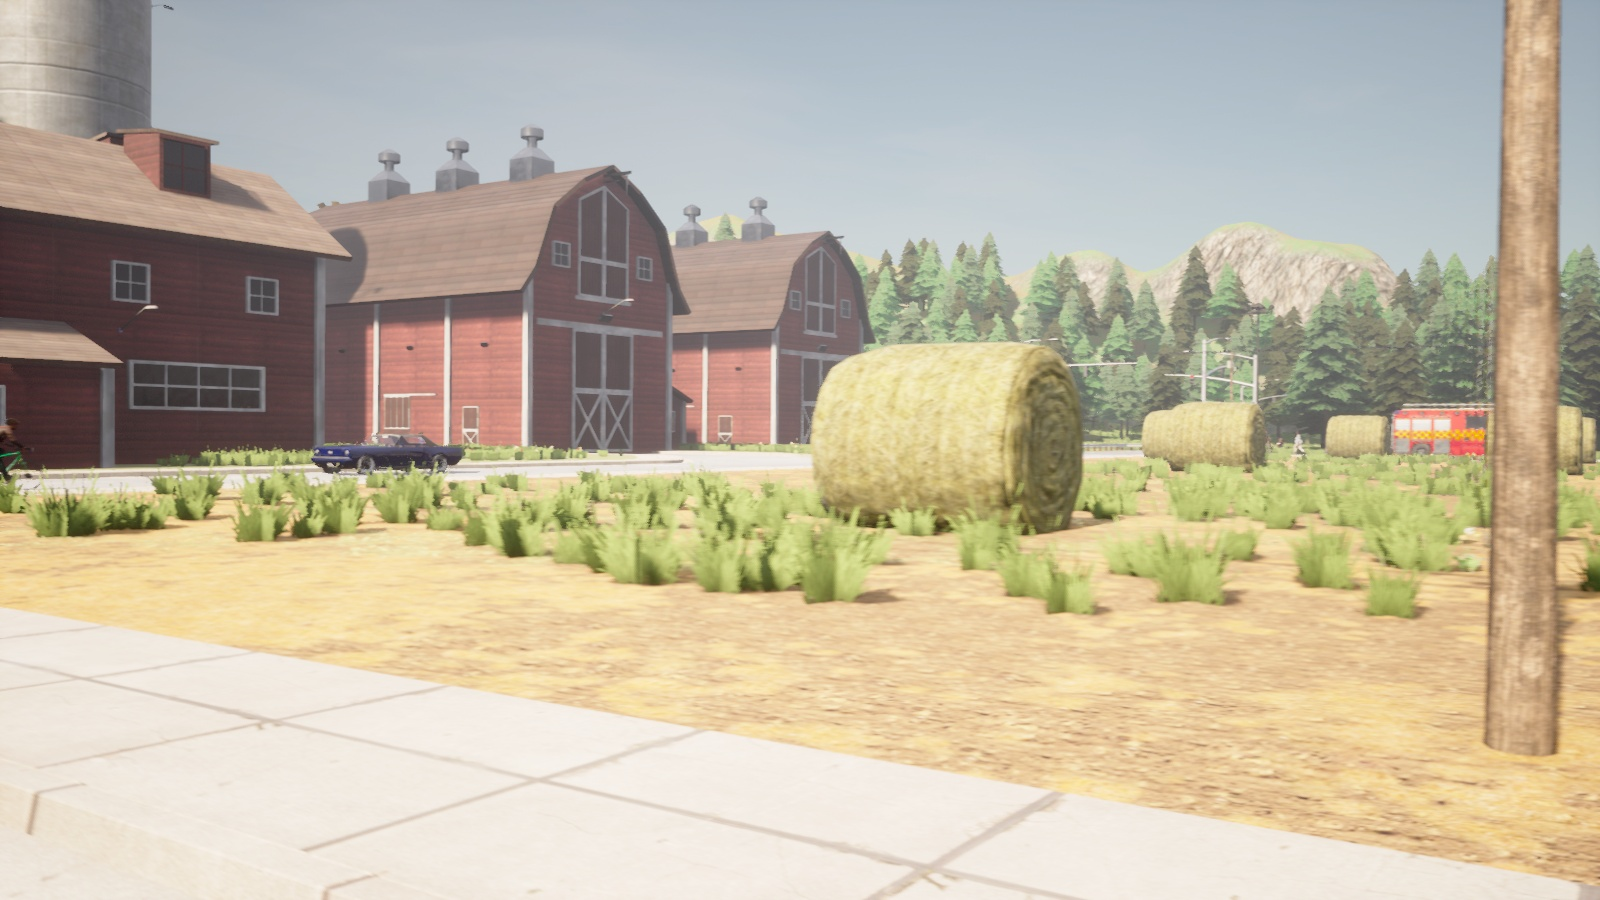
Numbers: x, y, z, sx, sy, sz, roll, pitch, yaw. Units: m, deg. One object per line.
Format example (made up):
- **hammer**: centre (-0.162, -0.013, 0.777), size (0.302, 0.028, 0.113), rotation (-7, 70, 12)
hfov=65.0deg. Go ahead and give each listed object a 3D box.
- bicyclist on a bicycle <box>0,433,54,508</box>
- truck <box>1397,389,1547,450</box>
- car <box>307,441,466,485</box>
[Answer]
- **bicyclist on a bicycle**: centre (-17.411, 0.439, 27.597), size (0.582, 1.620, 1.656), rotation (0, 1, 33)
- **truck**: centre (44.111, -1.961, 82.585), size (8.468, 3.827, 2.891), rotation (0, 1, 34)
- **car**: centre (-13.269, 0.372, 40.538), size (1.895, 1.301, 4.718), rotation (0, 1, 33)
